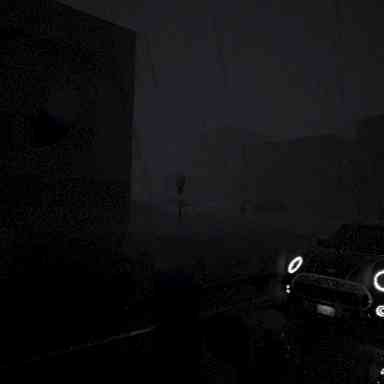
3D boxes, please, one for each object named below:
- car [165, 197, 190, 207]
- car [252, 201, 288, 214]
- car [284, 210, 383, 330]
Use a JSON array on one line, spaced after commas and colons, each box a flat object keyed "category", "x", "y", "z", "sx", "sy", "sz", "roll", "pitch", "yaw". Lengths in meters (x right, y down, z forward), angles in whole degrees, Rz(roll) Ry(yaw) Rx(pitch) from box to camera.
[{"category": "car", "x": -2.205, "y": 1.493, "z": 50.999, "sx": 1.882, "sy": 1.535, "sz": 5.008, "roll": 3, "pitch": 0, "yaw": -36}, {"category": "car", "x": 9.517, "y": 1.857, "z": 40.695, "sx": 2.128, "sy": 1.511, "sz": 4.902, "roll": 3, "pitch": -1, "yaw": -33}, {"category": "car", "x": 3.930, "y": 1.441, "z": 7.162, "sx": 4.553, "sy": 1.767, "sz": 2.097, "roll": 1, "pitch": -1, "yaw": -42}]
